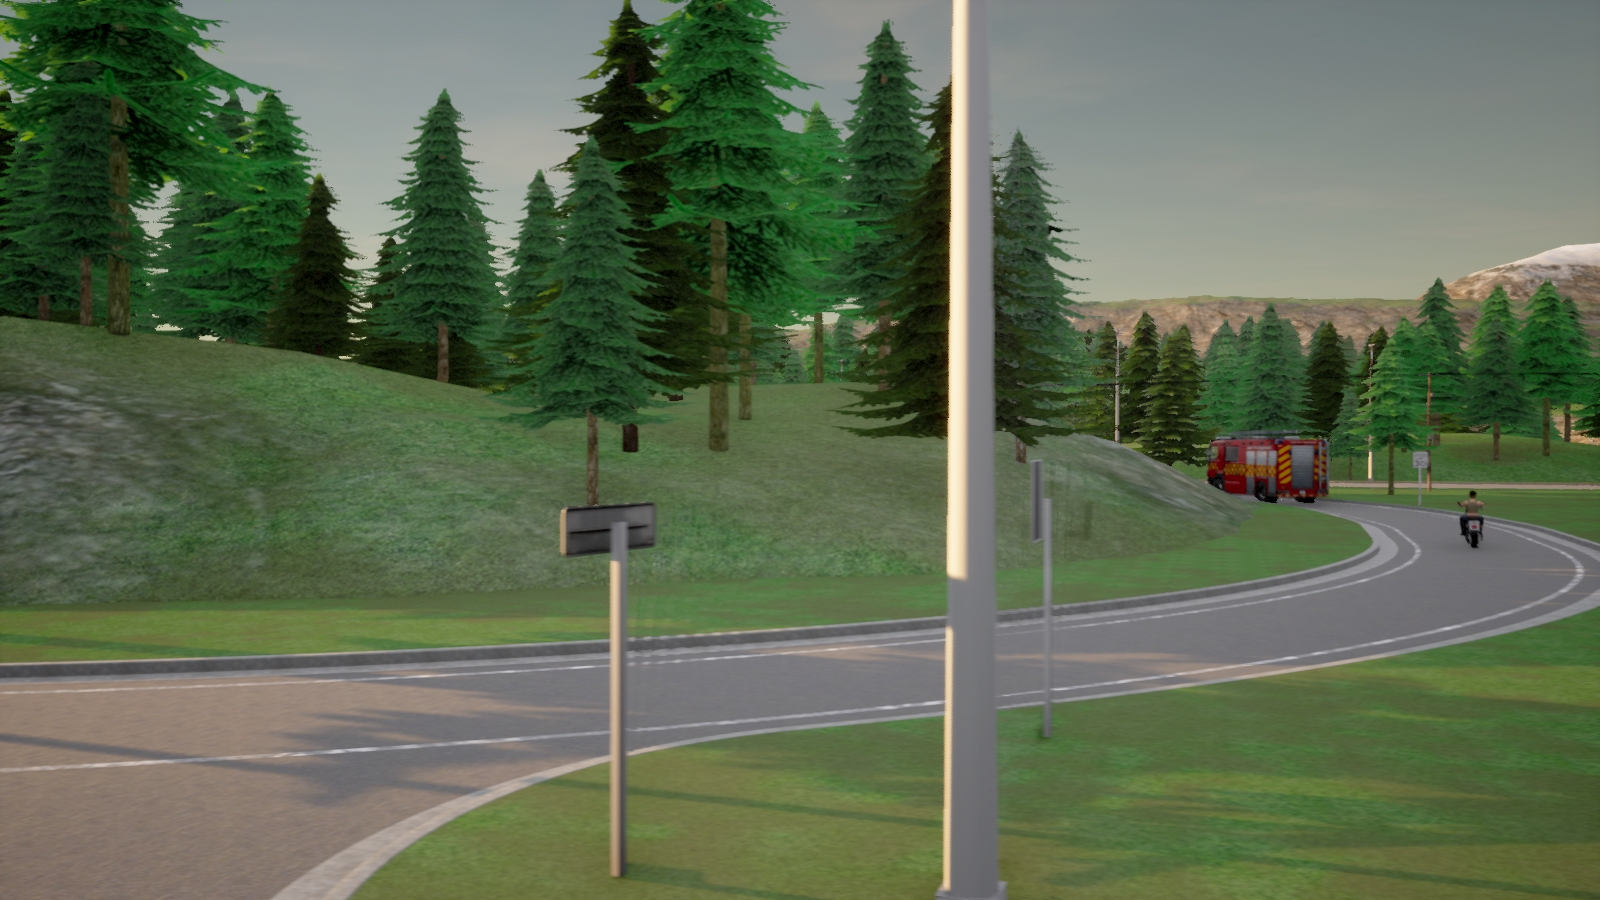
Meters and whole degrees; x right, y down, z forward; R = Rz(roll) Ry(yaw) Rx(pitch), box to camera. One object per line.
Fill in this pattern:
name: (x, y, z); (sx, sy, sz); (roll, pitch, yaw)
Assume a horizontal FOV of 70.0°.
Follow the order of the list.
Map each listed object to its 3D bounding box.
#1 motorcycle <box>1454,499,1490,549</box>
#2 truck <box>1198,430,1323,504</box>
motorcycle: (19.735, 2.155, 33.571); (0.764, 1.307, 2.356); (0, 0, 27)
truck: (25.237, 0.890, 63.159); (2.891, 3.827, 8.468); (0, 0, -5)
